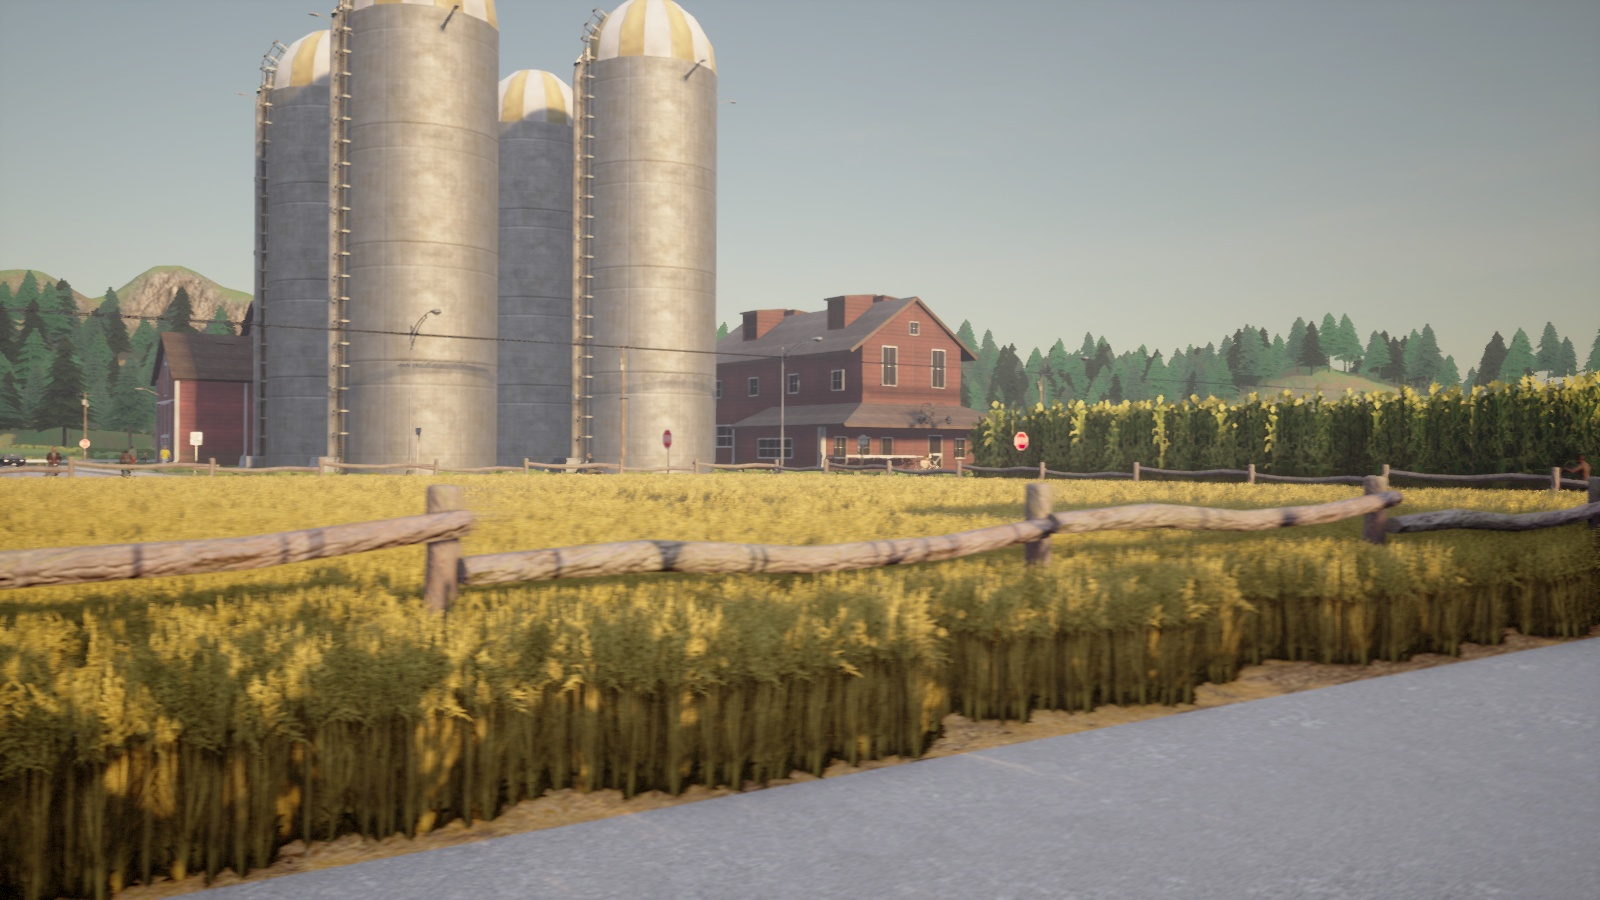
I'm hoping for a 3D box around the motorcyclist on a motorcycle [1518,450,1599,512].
[{"bbox_3d":[21.069,0.833,34.347,0.766,1.649,2.350,0,-1,-35],"label":"motorcyclist on a motorcycle"}]
